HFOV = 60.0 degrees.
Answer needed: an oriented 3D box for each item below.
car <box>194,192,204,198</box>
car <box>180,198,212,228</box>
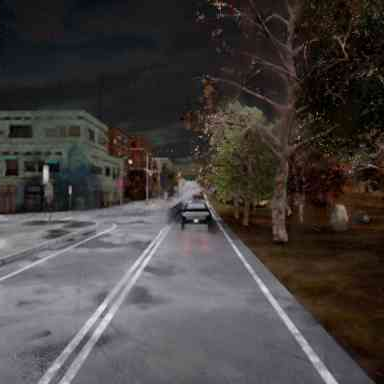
[{"bbox_3d":[1.549,0.805,74.075,2.097,1.767,4.553,0,1,2],"label":"car"},{"bbox_3d":[0.266,1.400,21.282,2.128,1.511,4.902,0,0,1],"label":"car"}]
